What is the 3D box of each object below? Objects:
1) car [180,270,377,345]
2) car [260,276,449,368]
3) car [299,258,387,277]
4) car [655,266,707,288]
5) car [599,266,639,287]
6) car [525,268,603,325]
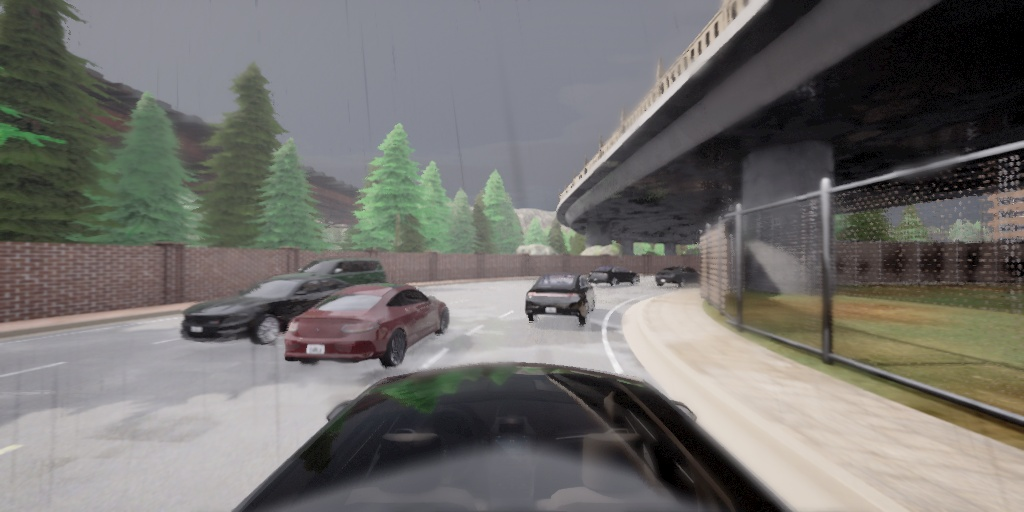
[{"bbox_3d":[-6.184,1.309,10.068,1.882,1.535,5.008,0,-1,12],"label":"car"},{"bbox_3d":[-2.832,1.337,7.974,1.812,1.442,4.674,0,-1,7],"label":"car"},{"bbox_3d":[-8.112,1.115,16.359,2.150,2.045,5.566,0,-1,20],"label":"car"},{"bbox_3d":[12.547,1.503,26.513,4.892,1.490,1.837,0,-2,-36],"label":"car"},{"bbox_3d":[7.782,1.495,27.178,4.902,1.511,2.128,1,-1,-42],"label":"car"},{"bbox_3d":[1.817,1.347,12.451,2.128,1.511,4.902,0,-1,17],"label":"car"}]
